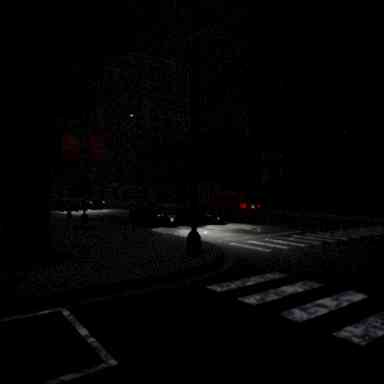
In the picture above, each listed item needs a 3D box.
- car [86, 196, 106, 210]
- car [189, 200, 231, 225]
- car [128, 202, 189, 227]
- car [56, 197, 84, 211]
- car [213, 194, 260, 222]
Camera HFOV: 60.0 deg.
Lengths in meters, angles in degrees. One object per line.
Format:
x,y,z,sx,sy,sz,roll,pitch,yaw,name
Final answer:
-12.676,1.284,42.305,2.097,1.767,4.553,0,0,-36,car
0.400,1.492,24.164,1.812,1.442,4.674,0,0,-36,car
-2.668,1.462,22.824,2.128,1.511,4.902,0,0,-36,car
-14.731,1.416,39.586,1.882,1.535,5.008,0,0,-36,car
2.901,1.182,26.655,2.150,2.045,5.566,0,0,-37,car
